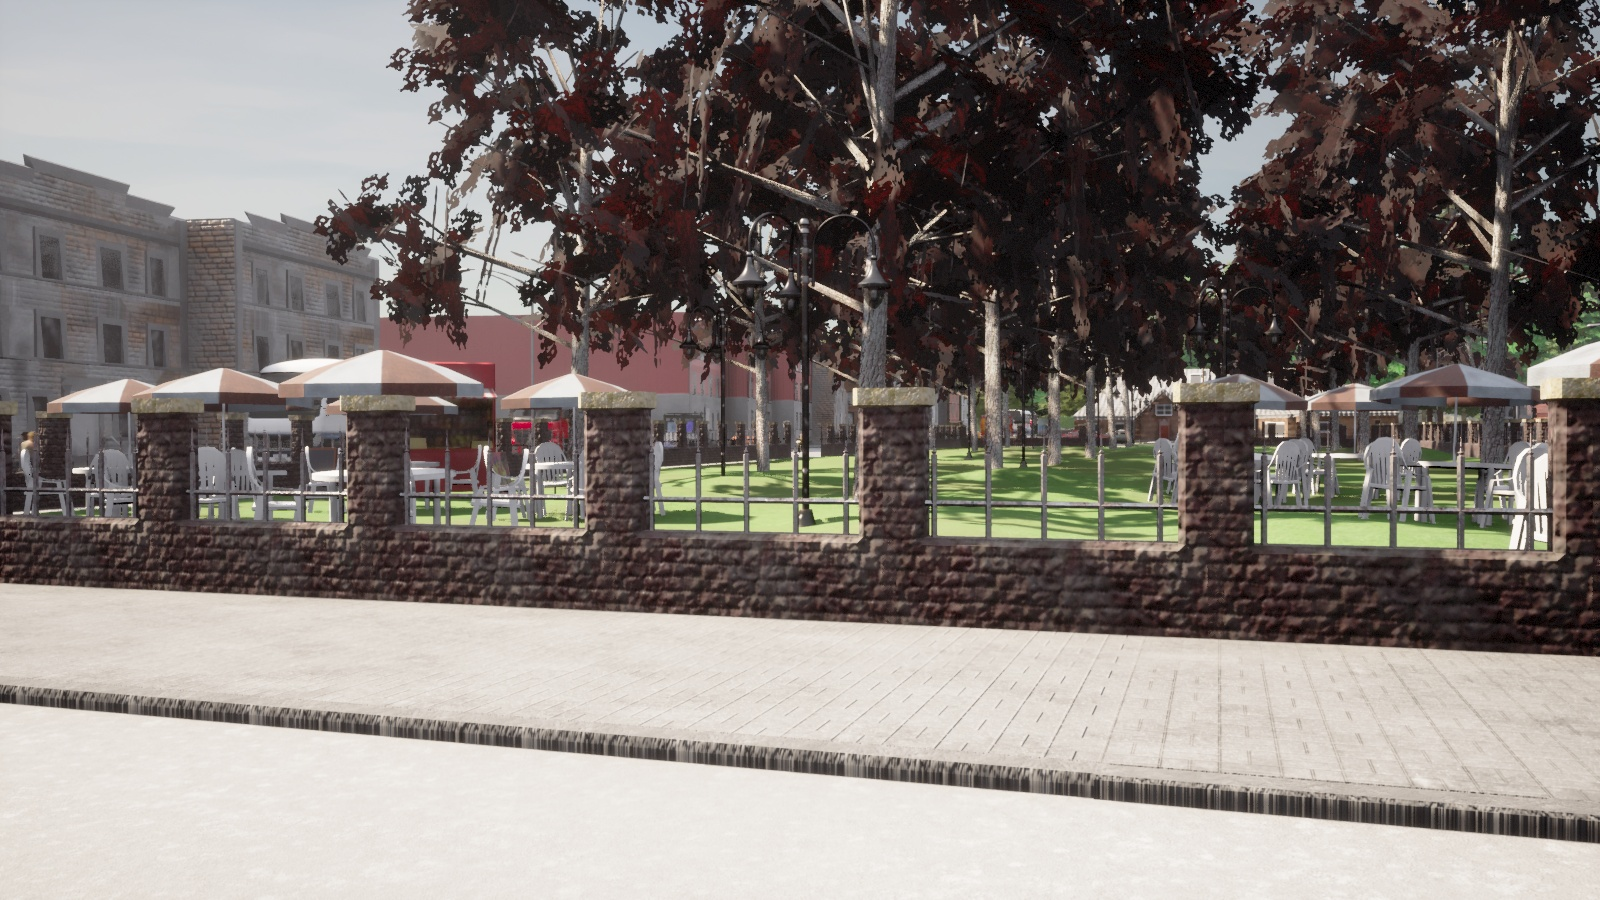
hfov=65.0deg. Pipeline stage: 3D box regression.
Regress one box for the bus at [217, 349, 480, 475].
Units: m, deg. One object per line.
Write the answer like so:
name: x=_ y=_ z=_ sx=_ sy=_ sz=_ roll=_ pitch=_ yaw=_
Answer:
bus: x=-16.808 y=-1.382 z=48.026 sx=3.944 sy=4.253 sz=10.273 roll=1 pitch=1 yaw=18

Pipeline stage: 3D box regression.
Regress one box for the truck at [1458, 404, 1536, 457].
truck: x=47.844 y=-1.360 z=86.422 sx=2.891 sy=3.462 sz=7.936 roll=0 pitch=1 yaw=15

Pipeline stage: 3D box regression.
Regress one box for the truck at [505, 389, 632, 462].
truck: x=-11.587 y=-1.219 z=63.744 sx=2.891 sy=3.462 sz=7.936 roll=1 pitch=1 yaw=18

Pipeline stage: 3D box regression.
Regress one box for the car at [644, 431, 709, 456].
car: x=-7.457 y=-0.421 z=76.150 sx=2.163 sy=1.488 sz=4.792 roll=1 pitch=1 yaw=18
